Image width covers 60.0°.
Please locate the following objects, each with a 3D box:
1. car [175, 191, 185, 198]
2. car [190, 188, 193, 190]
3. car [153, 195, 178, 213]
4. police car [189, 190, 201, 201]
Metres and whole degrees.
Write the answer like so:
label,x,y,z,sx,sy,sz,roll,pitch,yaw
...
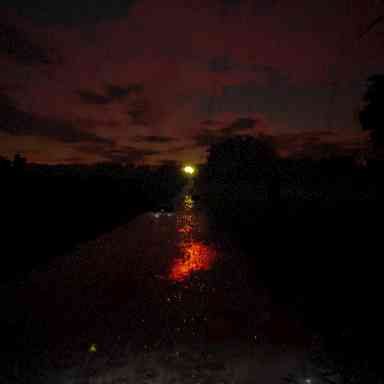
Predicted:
label,x,y,z,sx,sy,sz,roll,pitch,yaw
car,-2.799,0.555,76.713,2.097,1.767,4.553,0,1,0
car,0.770,0.564,83.388,2.097,1.767,4.553,0,1,0
car,-2.870,1.378,34.705,2.033,1.411,5.357,0,0,0
police car,0.781,0.937,67.530,1.930,1.638,5.238,0,1,0
